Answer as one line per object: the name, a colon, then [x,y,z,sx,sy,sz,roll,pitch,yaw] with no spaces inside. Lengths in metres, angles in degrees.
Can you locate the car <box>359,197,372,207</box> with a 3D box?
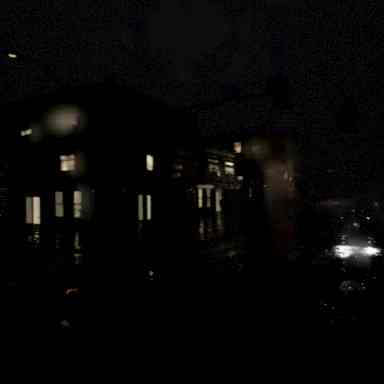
car: [28.676,1.654,54.980,1.837,1.490,4.892,-1,0,28]

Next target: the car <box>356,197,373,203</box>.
car: [19.831,1.657,38.608,2.033,1.411,5.357,-1,-1,28]

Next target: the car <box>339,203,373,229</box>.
car: [11.005,1.672,22.267,1.895,1.301,4.718,-1,-1,28]
